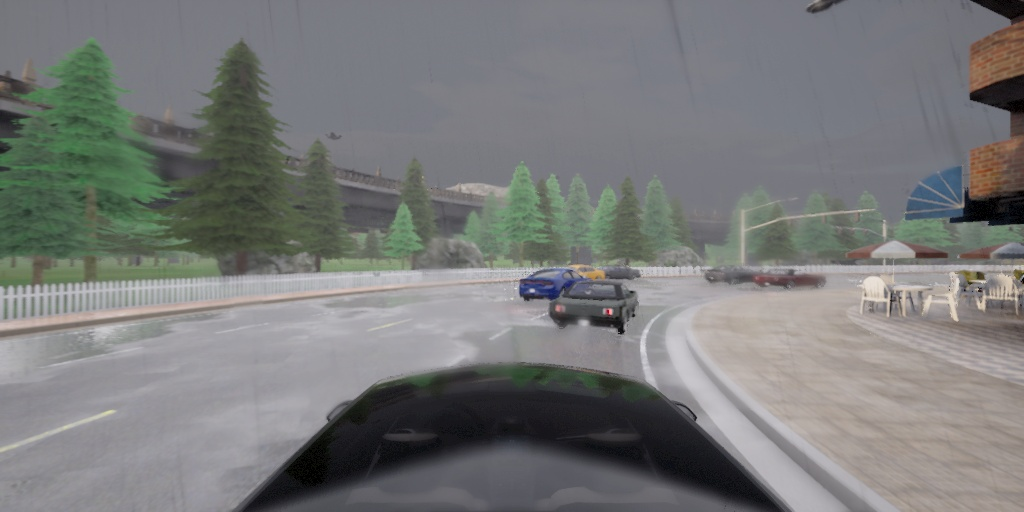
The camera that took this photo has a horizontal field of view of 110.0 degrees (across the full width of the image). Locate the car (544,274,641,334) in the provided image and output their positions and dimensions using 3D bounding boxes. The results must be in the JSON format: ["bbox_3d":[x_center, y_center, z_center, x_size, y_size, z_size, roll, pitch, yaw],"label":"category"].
[{"bbox_3d":[2.741,1.411,11.062,1.895,1.301,4.718,0,0,24],"label":"car"}]

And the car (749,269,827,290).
[{"bbox_3d":[18.725,1.549,24.117,4.718,1.301,1.895,0,0,-20],"label":"car"}]

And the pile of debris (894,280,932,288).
[{"bbox_3d":[32.761,2.209,29.109,1.860,0.140,1.500,0,0,-19],"label":"pile of debris"}]

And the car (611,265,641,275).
[{"bbox_3d":[8.836,1.490,31.489,5.357,1.411,2.033,0,0,-27],"label":"car"}]

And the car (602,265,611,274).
[{"bbox_3d":[4.195,1.362,24.213,5.008,1.535,1.882,0,-1,-38],"label":"car"}]

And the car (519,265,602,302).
[{"bbox_3d":[2.276,1.316,16.946,1.882,1.535,5.008,0,-1,35],"label":"car"}]

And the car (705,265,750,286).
[{"bbox_3d":[16.849,1.445,27.004,4.902,1.511,2.128,0,0,-22],"label":"car"}]
